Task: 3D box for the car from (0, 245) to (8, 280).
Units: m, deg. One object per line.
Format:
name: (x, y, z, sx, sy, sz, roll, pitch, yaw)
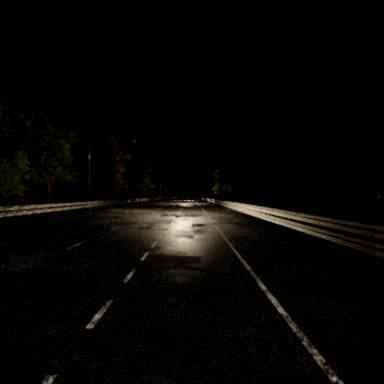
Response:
car: (-5.736, 1.542, 7.279, 2.033, 1.649, 4.856, 0, -1, -11)
